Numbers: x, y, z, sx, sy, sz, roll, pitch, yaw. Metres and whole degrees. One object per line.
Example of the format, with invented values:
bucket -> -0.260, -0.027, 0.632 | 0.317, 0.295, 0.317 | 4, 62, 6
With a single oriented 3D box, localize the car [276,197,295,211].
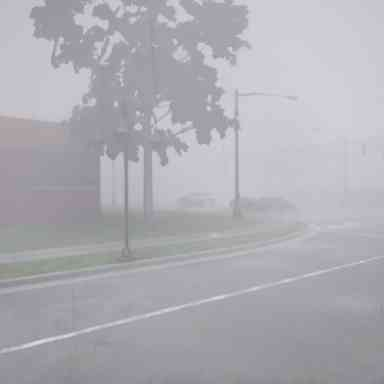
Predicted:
car -> 9.128, 1.285, 36.837 | 1.837, 1.490, 4.892 | -1, 0, -34

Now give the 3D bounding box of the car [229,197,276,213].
car -> 6.058, 1.284, 35.133 | 1.882, 1.535, 5.008 | -1, 0, -34

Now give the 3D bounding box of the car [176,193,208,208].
car -> -0.344, 1.306, 44.738 | 1.837, 1.490, 4.892 | -1, 1, -33

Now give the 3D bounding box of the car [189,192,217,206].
car -> 1.280, 1.003, 48.626 | 2.150, 2.045, 5.566 | -1, 0, -34
